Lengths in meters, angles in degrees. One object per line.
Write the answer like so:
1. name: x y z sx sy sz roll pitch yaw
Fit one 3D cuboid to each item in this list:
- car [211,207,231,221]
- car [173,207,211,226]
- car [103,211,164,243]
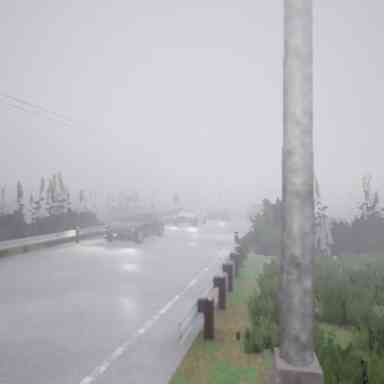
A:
1. car: 3.167 2.508 38.176 1.882 1.535 5.008 0 -4 18
2. car: -0.084 2.020 28.212 1.812 1.442 4.674 0 -2 18
3. car: -3.050 1.835 18.371 1.837 1.490 4.892 0 0 16
